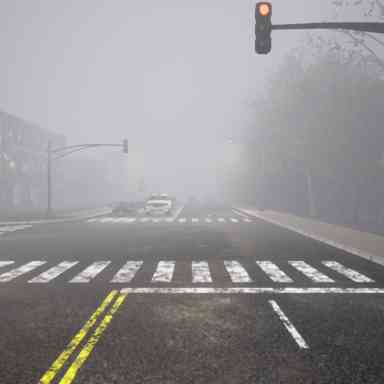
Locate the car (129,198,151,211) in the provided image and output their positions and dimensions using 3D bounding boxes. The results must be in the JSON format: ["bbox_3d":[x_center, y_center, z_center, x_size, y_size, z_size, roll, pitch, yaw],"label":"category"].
[{"bbox_3d":[-6.537,1.550,42.070,1.994,1.385,4.181,0,0,1],"label":"car"}]

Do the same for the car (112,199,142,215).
[{"bbox_3d":[-6.557,1.591,33.142,1.895,1.301,4.718,0,0,0],"label":"car"}]

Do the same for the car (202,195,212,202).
[{"bbox_3d":[3.335,1.510,74.740,2.033,1.411,5.357,0,0,0],"label":"car"}]

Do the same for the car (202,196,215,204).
[{"bbox_3d":[3.423,1.576,64.722,1.895,1.301,4.718,0,0,0],"label":"car"}]

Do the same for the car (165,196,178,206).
[{"bbox_3d":[-3.277,1.485,53.940,1.837,1.490,4.892,0,0,0],"label":"car"}]

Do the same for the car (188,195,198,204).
[{"bbox_3d":[0.172,1.467,64.707,2.128,1.511,4.902,0,0,0],"label":"car"}]

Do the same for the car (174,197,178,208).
[{"bbox_3d":[-3.291,1.586,43.791,1.895,1.301,4.718,0,0,1],"label":"car"}]

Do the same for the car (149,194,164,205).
[{"bbox_3d":[-6.493,1.329,61.178,2.097,1.767,4.553,0,0,0],"label":"car"}]

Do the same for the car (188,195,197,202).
[{"bbox_3d":[0.087,1.447,75.017,1.882,1.535,5.008,0,0,0],"label":"car"}]

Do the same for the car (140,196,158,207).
[{"bbox_3d":[-6.530,1.473,51.124,2.128,1.511,4.902,0,0,0],"label":"car"}]

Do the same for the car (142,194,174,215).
[{"bbox_3d":[-3.304,1.211,33.735,2.150,2.045,5.566,0,0,0],"label":"car"}]
